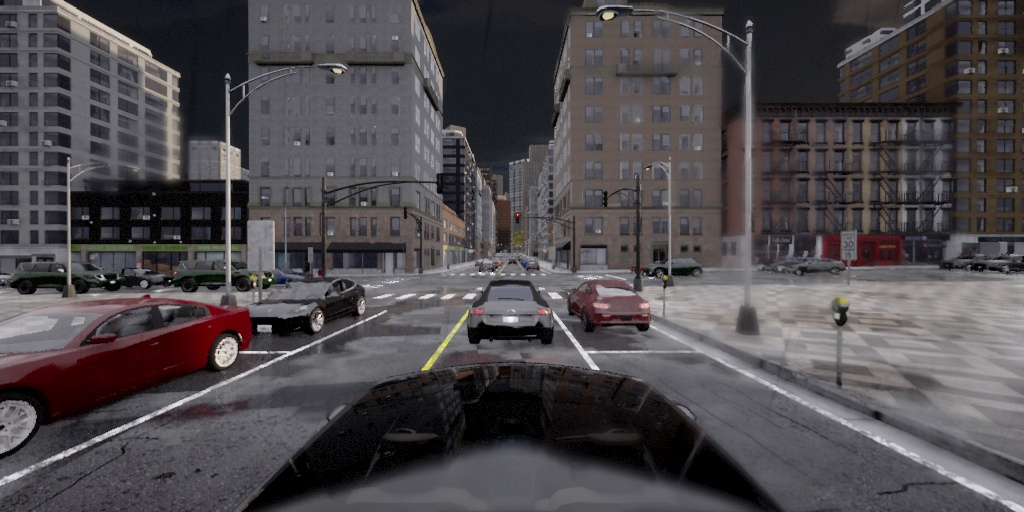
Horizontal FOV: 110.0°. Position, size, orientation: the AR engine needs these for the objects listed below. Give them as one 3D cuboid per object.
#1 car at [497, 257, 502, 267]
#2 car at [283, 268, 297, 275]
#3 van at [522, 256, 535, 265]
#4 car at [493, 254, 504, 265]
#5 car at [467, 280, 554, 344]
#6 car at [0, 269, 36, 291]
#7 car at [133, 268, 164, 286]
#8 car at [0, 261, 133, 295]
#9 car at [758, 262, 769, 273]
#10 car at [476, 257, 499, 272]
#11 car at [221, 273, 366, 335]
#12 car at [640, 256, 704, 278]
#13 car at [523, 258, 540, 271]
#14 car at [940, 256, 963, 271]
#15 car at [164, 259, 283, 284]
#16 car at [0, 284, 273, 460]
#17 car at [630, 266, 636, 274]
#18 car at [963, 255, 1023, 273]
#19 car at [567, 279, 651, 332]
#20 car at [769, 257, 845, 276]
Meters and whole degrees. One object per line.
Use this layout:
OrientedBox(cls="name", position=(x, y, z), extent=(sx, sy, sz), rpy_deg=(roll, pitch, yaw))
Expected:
OrientedBox(cls="car", position=(-3.052, 1.242, 55.270), extent=(2.033, 1.411, 5.357), rpy_deg=(0, 0, 0))
OrientedBox(cls="car", position=(-17.467, 1.539, 26.413), extent=(5.357, 1.411, 2.033), rpy_deg=(-1, 0, 0))
OrientedBox(cls="van", position=(2.799, 1.040, 53.381), extent=(1.690, 1.789, 3.998), rpy_deg=(0, 0, 0))
OrientedBox(cls="car", position=(-2.985, 1.019, 65.179), extent=(2.097, 1.767, 4.553), rpy_deg=(0, 0, 1))
OrientedBox(cls="car", position=(-0.037, 1.319, 9.620), extent=(1.994, 1.385, 4.181), rpy_deg=(0, 0, 0))
OrientedBox(cls="car", position=(-38.553, 1.779, 26.382), extent=(4.674, 1.442, 1.812), rpy_deg=(-1, 0, 0))
OrientedBox(cls="car", position=(-27.642, 1.626, 26.395), extent=(4.892, 1.490, 1.837), rpy_deg=(-1, 0, 0))
OrientedBox(cls="car", position=(-28.545, 1.368, 23.139), extent=(5.566, 2.045, 2.150), rpy_deg=(-1, 0, 0))
OrientedBox(cls="car", position=(25.505, 0.852, 33.198), extent=(4.902, 1.511, 2.128), rpy_deg=(-1, 0, 0))
OrientedBox(cls="car", position=(-3.083, 1.242, 45.619), extent=(1.812, 1.442, 4.674), rpy_deg=(0, 0, 2))
OrientedBox(cls="car", position=(-5.809, 1.321, 10.572), extent=(1.948, 1.339, 4.313), rpy_deg=(0, 0, 0))
OrientedBox(cls="car", position=(13.325, 0.898, 29.925), extent=(4.553, 1.767, 2.097), rpy_deg=(-1, 0, 0))
OrientedBox(cls="car", position=(2.782, 1.294, 47.829), extent=(1.802, 1.307, 4.207), rpy_deg=(0, 0, 0))
OrientedBox(cls="car", position=(42.746, 0.633, 33.196), extent=(4.892, 1.490, 1.837), rpy_deg=(0, 0, 0))
OrientedBox(cls="car", position=(-18.436, 1.240, 23.136), extent=(5.566, 2.045, 2.150), rpy_deg=(-1, 0, -2))
OrientedBox(cls="car", position=(-5.777, 1.297, 4.928), extent=(1.888, 1.381, 4.507), rpy_deg=(0, 0, 0))
OrientedBox(cls="car", position=(13.472, 1.130, 33.178), extent=(4.718, 1.301, 1.895), rpy_deg=(-1, 0, 0))
OrientedBox(cls="car", position=(41.506, 0.663, 29.951), extent=(4.892, 1.490, 1.837), rpy_deg=(0, 0, 0))
OrientedBox(cls="car", position=(2.717, 1.337, 10.617), extent=(1.802, 1.307, 4.207), rpy_deg=(0, 0, 0))
OrientedBox(cls="car", position=(24.870, 0.875, 29.948), extent=(4.902, 1.511, 2.128), rpy_deg=(-1, 0, 0))
